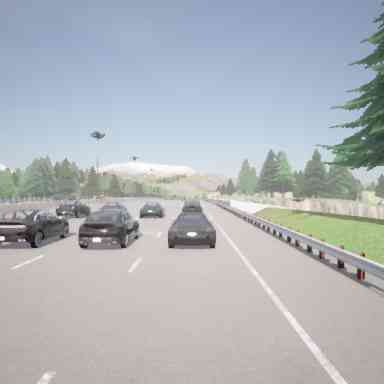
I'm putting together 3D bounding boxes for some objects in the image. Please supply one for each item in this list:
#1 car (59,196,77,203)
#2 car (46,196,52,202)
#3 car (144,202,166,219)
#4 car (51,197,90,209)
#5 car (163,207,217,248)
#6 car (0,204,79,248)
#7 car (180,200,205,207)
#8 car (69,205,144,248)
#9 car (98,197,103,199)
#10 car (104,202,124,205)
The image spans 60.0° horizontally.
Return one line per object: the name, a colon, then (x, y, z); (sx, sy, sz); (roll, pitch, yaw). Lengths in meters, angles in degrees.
car: (-27.843, 1.624, 74.734); (2.128, 1.511, 4.902); (0, -1, 0)
car: (-31.343, 1.623, 74.744); (1.812, 1.442, 4.674); (0, -1, 0)
car: (-3.466, 1.577, 29.620); (1.994, 1.385, 4.181); (0, 0, 0)
car: (-10.466, 1.500, 29.640); (2.128, 1.511, 4.902); (0, 0, 0)
car: (0.000, 1.573, 14.652); (1.994, 1.385, 4.181); (0, 0, 0)
car: (-7.000, 1.496, 14.653); (2.128, 1.511, 4.902); (0, 0, 0)
car: (0.034, 1.521, 29.611); (1.837, 1.490, 4.892); (0, 0, 0)
car: (-3.500, 1.517, 14.652); (1.837, 1.490, 4.892); (0, 0, 0)
car: (-20.843, 1.651, 74.715); (1.994, 1.385, 4.181); (0, -1, 0)
car: (-6.966, 1.577, 29.630); (1.994, 1.385, 4.181); (0, 0, 0)
